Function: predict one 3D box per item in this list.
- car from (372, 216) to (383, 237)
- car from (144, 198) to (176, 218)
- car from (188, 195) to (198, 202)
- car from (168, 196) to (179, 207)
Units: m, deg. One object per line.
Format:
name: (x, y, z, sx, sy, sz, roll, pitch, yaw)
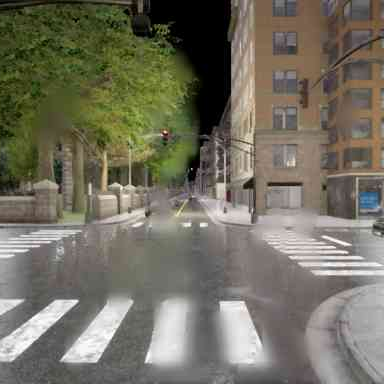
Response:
car: (11.003, 1.366, 15.589, 4.553, 1.767, 2.097, 0, 0, 0)
car: (-3.004, 1.526, 30.668, 2.033, 1.411, 5.357, 0, 0, 4)
car: (0.198, 1.424, 70.777, 1.812, 1.442, 4.674, 0, 0, 0)
car: (-3.004, 1.465, 40.740, 1.837, 1.490, 4.892, 0, 0, 0)
